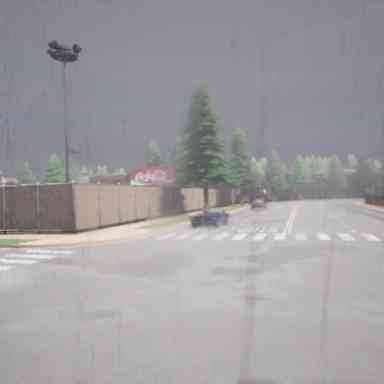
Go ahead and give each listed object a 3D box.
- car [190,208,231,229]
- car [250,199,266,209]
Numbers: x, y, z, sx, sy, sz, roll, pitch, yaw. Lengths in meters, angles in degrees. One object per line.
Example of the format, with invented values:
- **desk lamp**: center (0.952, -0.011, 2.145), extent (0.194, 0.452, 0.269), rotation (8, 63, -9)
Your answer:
- **car**: center (1.384, 1.828, 23.661), extent (1.895, 1.301, 4.718), rotation (-2, -1, 18)
- **car**: center (9.911, 1.766, 49.553), extent (1.812, 1.442, 4.674), rotation (-2, -1, 19)
